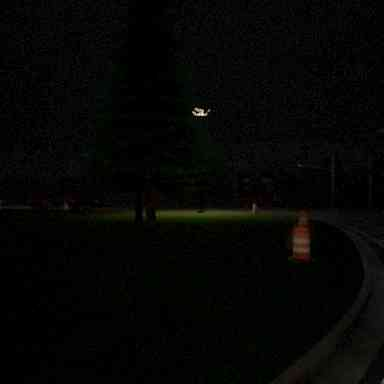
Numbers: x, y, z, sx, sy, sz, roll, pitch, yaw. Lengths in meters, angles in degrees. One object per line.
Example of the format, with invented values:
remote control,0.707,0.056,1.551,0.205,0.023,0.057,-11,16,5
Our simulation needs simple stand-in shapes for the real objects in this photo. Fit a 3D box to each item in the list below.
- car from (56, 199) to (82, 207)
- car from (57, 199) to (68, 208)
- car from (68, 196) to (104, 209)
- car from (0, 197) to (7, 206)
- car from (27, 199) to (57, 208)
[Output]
car,-24.552,2.139,66.233,5.008,1.535,1.882,-1,0,23
car,-25.308,2.117,62.791,5.008,1.535,1.882,0,0,24
car,-17.453,1.757,55.695,5.566,2.045,2.150,-1,0,23
car,-44.241,2.075,74.683,5.566,2.045,2.150,-1,0,23
car,-27.374,2.108,59.865,5.008,1.535,1.882,0,0,24
